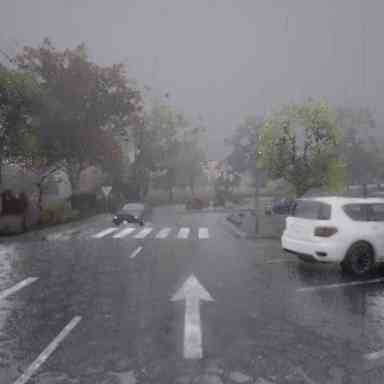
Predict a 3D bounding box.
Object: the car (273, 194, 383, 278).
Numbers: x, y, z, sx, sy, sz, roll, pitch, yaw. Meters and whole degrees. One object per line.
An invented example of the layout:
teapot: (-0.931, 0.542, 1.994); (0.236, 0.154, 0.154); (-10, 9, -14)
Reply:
car: (5.393, 1.186, 10.002); (5.566, 2.045, 2.435); (1, 0, -20)

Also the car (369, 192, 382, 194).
car: (23.992, 1.046, 43.129); (2.435, 2.045, 5.566); (0, 0, -21)

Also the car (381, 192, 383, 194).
car: (18.364, 1.120, 25.989); (2.435, 2.045, 5.566); (0, 1, -21)

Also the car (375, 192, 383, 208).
car: (27.052, 1.047, 43.165); (2.435, 2.045, 5.566); (1, -1, -22)

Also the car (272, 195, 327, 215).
car: (10.074, 1.210, 31.348); (4.553, 1.767, 2.097); (0, 1, -9)

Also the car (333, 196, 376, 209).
car: (20.969, 1.326, 43.050); (2.163, 1.488, 4.792); (0, 0, -21)

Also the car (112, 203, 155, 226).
car: (-3.816, 1.443, 22.726); (2.033, 1.411, 5.357); (0, 0, 5)
